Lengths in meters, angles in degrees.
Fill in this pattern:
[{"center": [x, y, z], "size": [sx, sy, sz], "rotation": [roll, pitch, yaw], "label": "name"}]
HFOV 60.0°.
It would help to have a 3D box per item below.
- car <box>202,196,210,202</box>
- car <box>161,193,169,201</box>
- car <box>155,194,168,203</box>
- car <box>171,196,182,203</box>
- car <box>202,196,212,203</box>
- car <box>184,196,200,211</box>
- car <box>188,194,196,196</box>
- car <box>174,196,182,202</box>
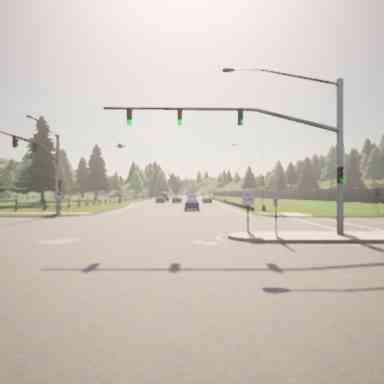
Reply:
[{"center": [3.490, 1.678, 84.068], "size": [1.812, 1.442, 4.674], "rotation": [0, 0, 0], "label": "car"}, {"center": [-7.010, 1.379, 84.098], "size": [2.150, 2.045, 5.566], "rotation": [0, 0, 0], "label": "car"}, {"center": [-7.009, 1.704, 73.647], "size": [1.837, 1.490, 4.892], "rotation": [0, 0, 0], "label": "car"}, {"center": [-3.509, 1.704, 73.648], "size": [1.837, 1.490, 4.892], "rotation": [0, 0, 0], "label": "car"}, {"center": [3.491, 1.729, 73.648], "size": [2.128, 1.511, 4.902], "rotation": [0, 0, 0], "label": "car"}, {"center": [-0.005, 1.603, 43.040], "size": [1.882, 1.535, 5.008], "rotation": [0, 0, 0], "label": "car"}, {"center": [-0.009, 1.429, 73.679], "size": [2.150, 2.045, 5.566], "rotation": [0, 0, 0], "label": "car"}, {"center": [-3.510, 1.706, 84.067], "size": [1.994, 1.385, 4.181], "rotation": [0, 0, 0], "label": "car"}]
